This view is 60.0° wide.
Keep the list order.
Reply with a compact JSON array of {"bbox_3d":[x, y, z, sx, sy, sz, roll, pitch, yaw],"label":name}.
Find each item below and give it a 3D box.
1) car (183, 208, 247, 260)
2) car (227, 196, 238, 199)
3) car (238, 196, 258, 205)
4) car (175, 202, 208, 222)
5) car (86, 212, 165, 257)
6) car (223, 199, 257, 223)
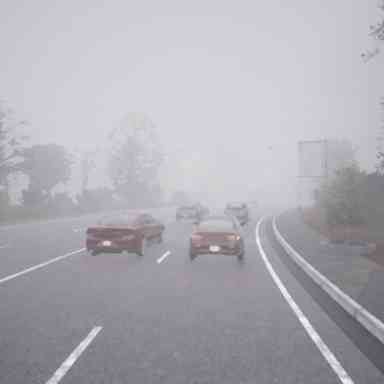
[{"bbox_3d":[1.007,1.562,12.485,1.812,1.442,4.674,0,0,8],"label":"car"},{"bbox_3d":[7.653,1.515,62.289,2.097,1.767,4.553,0,0,32],"label":"car"},{"bbox_3d":[10.495,1.738,60.232,1.994,1.385,4.181,0,0,32],"label":"car"},{"bbox_3d":[0.130,1.561,26.576,2.128,1.511,4.902,0,0,15],"label":"car"},{"bbox_3d":[-2.420,1.509,13.229,1.882,1.535,5.008,0,0,8],"label":"car"},{"bbox_3d":[3.556,1.570,25.848,2.128,1.511,4.902,0,0,15],"label":"car"}]
